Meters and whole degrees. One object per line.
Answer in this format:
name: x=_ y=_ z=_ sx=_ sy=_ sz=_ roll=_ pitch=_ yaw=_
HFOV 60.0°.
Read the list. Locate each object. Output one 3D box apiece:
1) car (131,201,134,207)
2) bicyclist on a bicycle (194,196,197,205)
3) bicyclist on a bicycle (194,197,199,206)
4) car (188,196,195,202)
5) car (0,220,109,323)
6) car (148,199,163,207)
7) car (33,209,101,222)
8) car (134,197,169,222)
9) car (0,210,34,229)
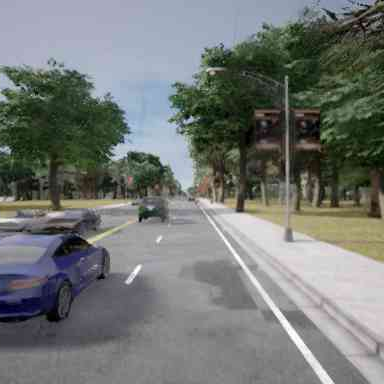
car: x=-9.802 y=1.972 z=60.748 sx=2.033 sy=1.411 sz=5.357 roll=0 pitch=0 yaw=1
bicyclist on a bicycle: x=0.860 y=1.894 z=74.230 sx=0.659 sy=1.776 sz=1.843 roll=0 pitch=0 yaw=0
bicyclist on a bicycle: x=0.861 y=1.894 z=65.231 sx=0.866 sy=1.612 sz=1.509 roll=0 pitch=0 yaw=0
car: x=-0.042 y=1.876 z=91.734 sx=2.097 sy=1.767 sz=4.553 roll=0 pitch=0 yaw=0
car: x=-3.160 y=1.574 z=7.206 sx=1.812 sy=1.442 sz=4.674 roll=0 pitch=0 yaw=0
car: x=-6.556 y=1.969 z=60.343 sx=2.033 sy=1.411 sz=5.357 roll=0 pitch=0 yaw=1
car: x=-6.607 y=1.672 z=18.900 sx=2.033 sy=1.411 sz=5.357 roll=0 pitch=0 yaw=0
car: x=-3.173 y=1.407 z=28.097 sx=2.150 sy=2.045 sz=5.566 roll=0 pitch=0 yaw=0
car: x=-9.857 y=1.729 z=19.484 sx=1.895 sy=1.301 sz=4.718 roll=0 pitch=0 yaw=0
